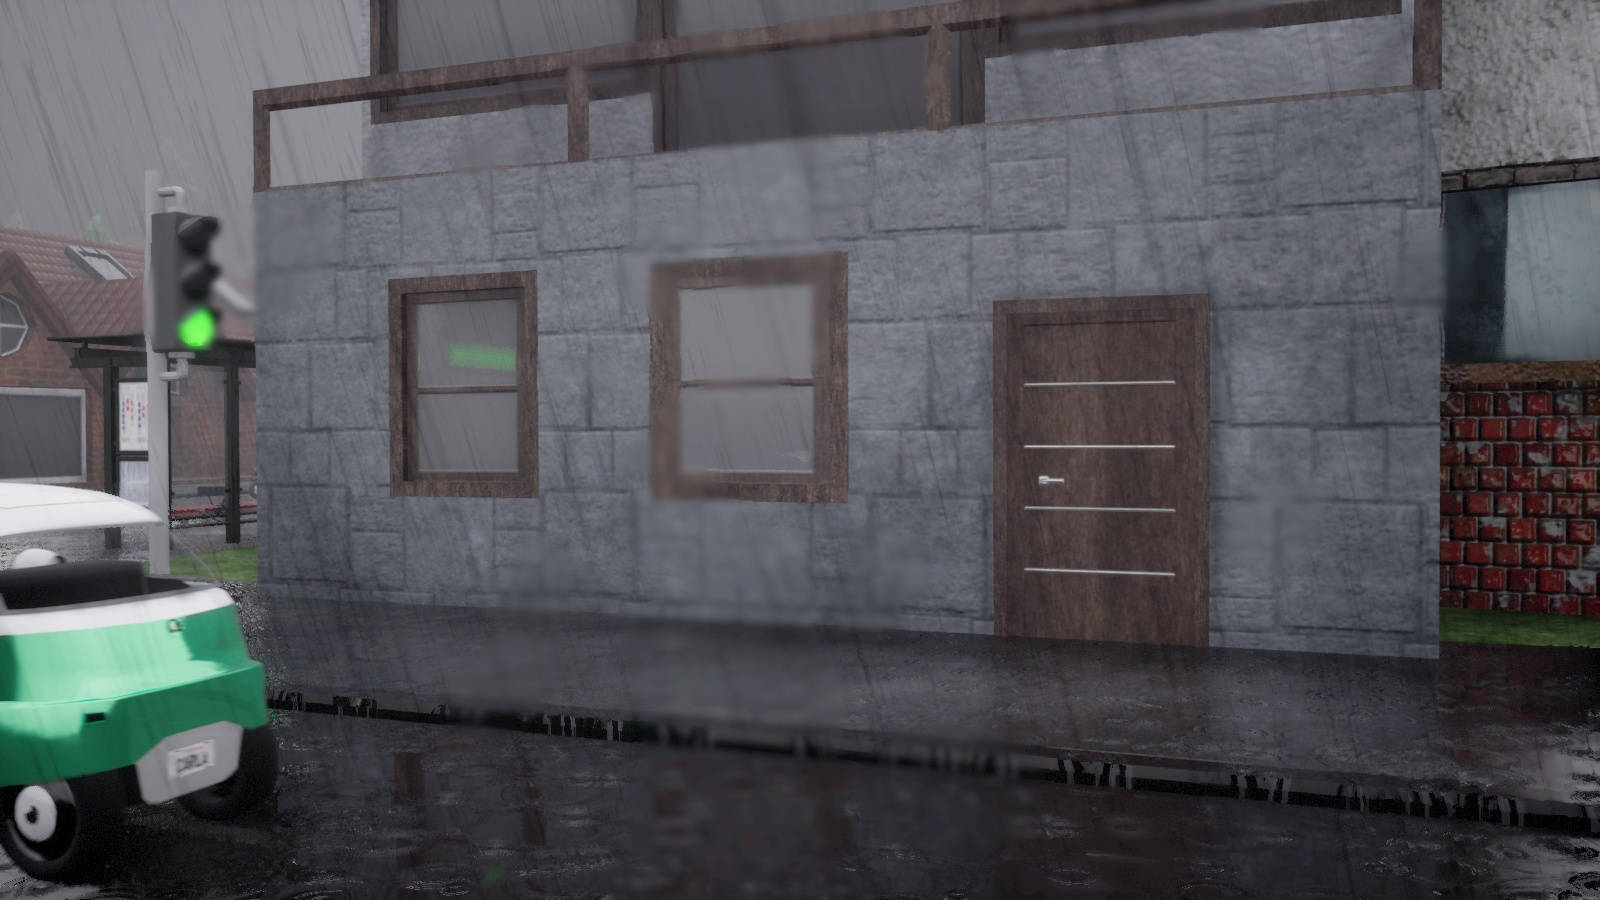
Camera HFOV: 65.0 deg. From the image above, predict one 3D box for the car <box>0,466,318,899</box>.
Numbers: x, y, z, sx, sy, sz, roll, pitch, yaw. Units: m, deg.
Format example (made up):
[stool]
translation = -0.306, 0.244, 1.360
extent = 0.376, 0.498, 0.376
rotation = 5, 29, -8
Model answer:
[car]
translation = -3.365, 0.787, 5.088
extent = 2.207, 1.376, 1.481
rotation = 1, 1, 20
